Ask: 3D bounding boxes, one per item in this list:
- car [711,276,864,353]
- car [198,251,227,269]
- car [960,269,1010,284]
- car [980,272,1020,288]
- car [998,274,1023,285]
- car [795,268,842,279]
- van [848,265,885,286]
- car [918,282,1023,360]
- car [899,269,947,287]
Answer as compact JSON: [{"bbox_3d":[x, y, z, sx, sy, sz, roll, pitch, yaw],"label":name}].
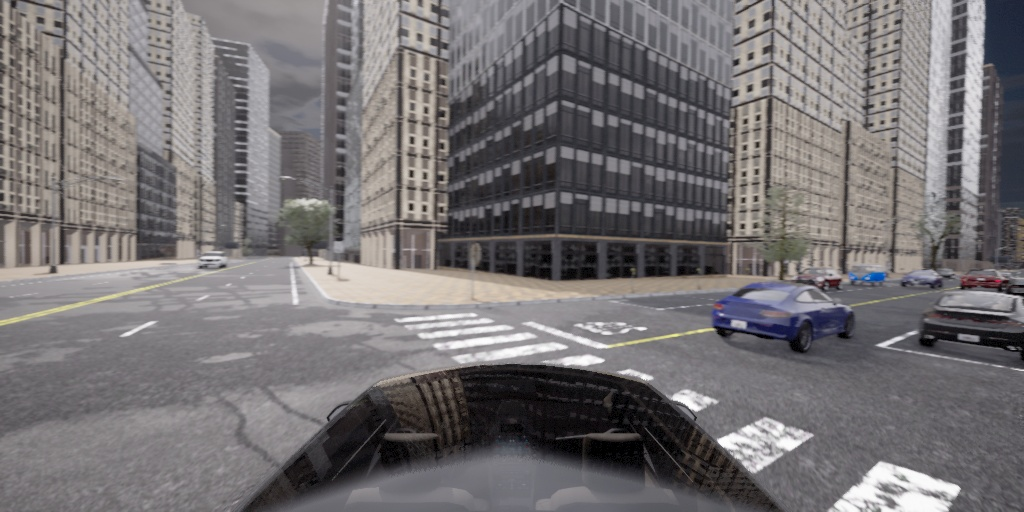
[{"bbox_3d":[7.007,1.399,9.242,4.674,1.442,1.812,1,1,-32],"label":"car"},{"bbox_3d":[-36.349,0.458,43.708,2.150,2.045,5.566,1,0,-32],"label":"car"},{"bbox_3d":[38.322,1.877,29.054,4.553,1.767,2.097,1,1,-32],"label":"car"},{"bbox_3d":[47.926,2.286,35.185,4.181,1.385,1.994,1,1,-32],"label":"car"},{"bbox_3d":[30.540,1.959,21.039,4.313,1.339,1.948,0,0,-32],"label":"car"},{"bbox_3d":[21.293,1.548,25.088,4.097,1.591,1.967,0,0,-32],"label":"car"},{"bbox_3d":[30.812,1.647,31.142,3.998,1.789,1.690,0,0,-32],"label":"van"},{"bbox_3d":[11.568,1.550,8.821,4.403,1.370,2.007,0,0,-32],"label":"car"},{"bbox_3d":[35.123,1.951,30.675,4.674,1.442,1.812,1,1,-32],"label":"car"}]
